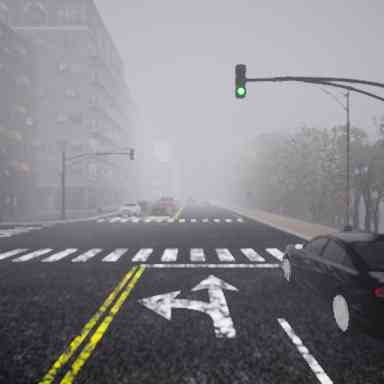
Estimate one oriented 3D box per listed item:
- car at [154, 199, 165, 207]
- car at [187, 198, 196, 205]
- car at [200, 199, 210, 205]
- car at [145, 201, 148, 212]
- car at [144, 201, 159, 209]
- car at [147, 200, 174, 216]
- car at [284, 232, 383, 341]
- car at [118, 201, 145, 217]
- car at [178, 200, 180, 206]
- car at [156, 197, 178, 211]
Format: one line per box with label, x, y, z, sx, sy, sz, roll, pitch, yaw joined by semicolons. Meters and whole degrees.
car;-6.681;2.164;68.595;1.882;1.535;5.008;0;-1;0
car;-0.203;2.134;77.470;2.097;1.767;4.553;0;-1;0
car;3.047;2.305;77.617;2.128;1.511;4.902;0;-1;0
car;-6.715;1.925;45.438;1.882;1.535;5.008;0;-1;0
car;-6.729;2.154;55.728;1.895;1.301;4.718;0;-1;0
car;-3.438;1.925;36.869;1.994;1.385;4.181;0;-1;1
car;3.335;1.544;6.792;1.882;1.535;5.008;0;0;0
car;-6.694;1.880;36.250;1.812;1.442;4.674;0;-1;0
car;-3.481;2.085;56.363;1.812;1.442;4.674;0;-1;0
car;-3.468;1.677;46.230;2.150;2.045;5.566;0;-1;0
